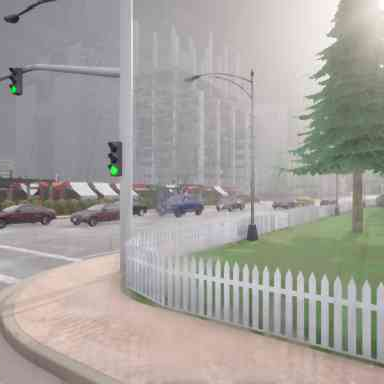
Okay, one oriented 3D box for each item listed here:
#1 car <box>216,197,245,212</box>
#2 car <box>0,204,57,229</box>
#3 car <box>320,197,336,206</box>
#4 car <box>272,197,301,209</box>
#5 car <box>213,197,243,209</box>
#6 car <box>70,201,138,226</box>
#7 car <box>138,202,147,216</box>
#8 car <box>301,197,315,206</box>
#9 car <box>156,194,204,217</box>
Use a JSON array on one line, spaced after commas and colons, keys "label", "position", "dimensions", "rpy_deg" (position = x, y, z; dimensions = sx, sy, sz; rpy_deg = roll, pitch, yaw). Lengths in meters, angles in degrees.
[{"label": "car", "position": [4.650, 1.492, 39.707], "dimensions": [2.128, 1.511, 4.902], "rpy_deg": [0, 0, 34]}, {"label": "car", "position": [-11.405, 1.526, 22.152], "dimensions": [1.812, 1.442, 4.674], "rpy_deg": [0, 0, 36]}, {"label": "car", "position": [21.082, 1.526, 51.258], "dimensions": [1.812, 1.442, 4.674], "rpy_deg": [0, 0, 34]}, {"label": "car", "position": [12.454, 1.547, 44.709], "dimensions": [2.033, 1.411, 5.357], "rpy_deg": [0, 0, 34]}, {"label": "car", "position": [5.162, 1.492, 46.685], "dimensions": [2.128, 1.511, 4.902], "rpy_deg": [0, 0, 34]}, {"label": "car", "position": [-6.290, 1.526, 23.444], "dimensions": [1.812, 1.442, 4.674], "rpy_deg": [0, 0, 34]}, {"label": "car", "position": [-6.188, 1.478, 29.900], "dimensions": [1.882, 1.535, 5.008], "rpy_deg": [0, 0, 34]}, {"label": "car", "position": [18.251, 1.478, 53.319], "dimensions": [1.882, 1.535, 5.008], "rpy_deg": [0, 0, 34]}, {"label": "car", "position": [-0.982, 1.221, 31.365], "dimensions": [2.150, 2.045, 5.566], "rpy_deg": [0, 0, 34]}]
